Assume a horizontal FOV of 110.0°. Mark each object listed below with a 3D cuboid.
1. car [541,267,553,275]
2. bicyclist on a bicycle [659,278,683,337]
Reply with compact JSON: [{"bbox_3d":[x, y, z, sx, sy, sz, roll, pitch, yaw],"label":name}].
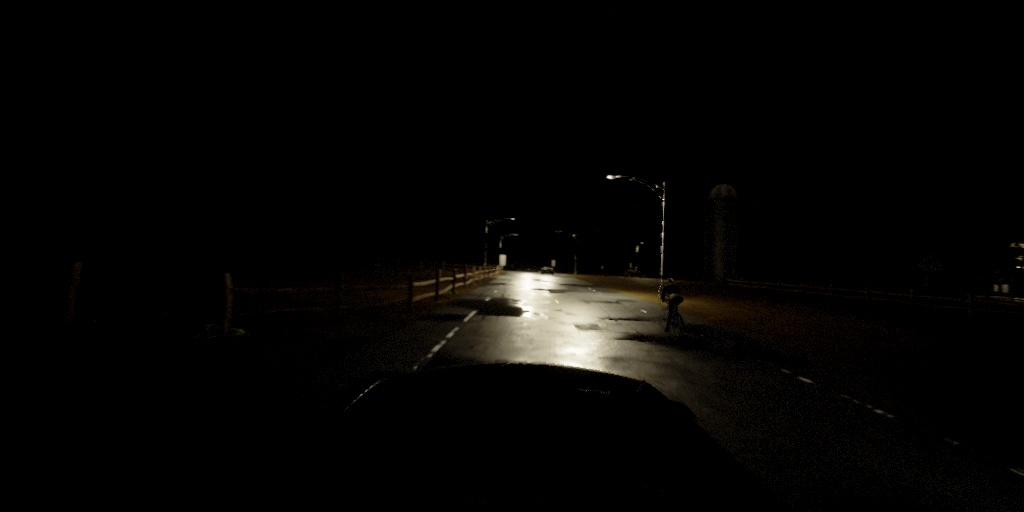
[{"bbox_3d":[5.908,2.482,60.662,1.994,1.385,4.181,2,-1,3],"label":"car"},{"bbox_3d":[4.696,1.478,10.595,0.582,1.620,1.656,2,-1,2],"label":"bicyclist on a bicycle"}]
